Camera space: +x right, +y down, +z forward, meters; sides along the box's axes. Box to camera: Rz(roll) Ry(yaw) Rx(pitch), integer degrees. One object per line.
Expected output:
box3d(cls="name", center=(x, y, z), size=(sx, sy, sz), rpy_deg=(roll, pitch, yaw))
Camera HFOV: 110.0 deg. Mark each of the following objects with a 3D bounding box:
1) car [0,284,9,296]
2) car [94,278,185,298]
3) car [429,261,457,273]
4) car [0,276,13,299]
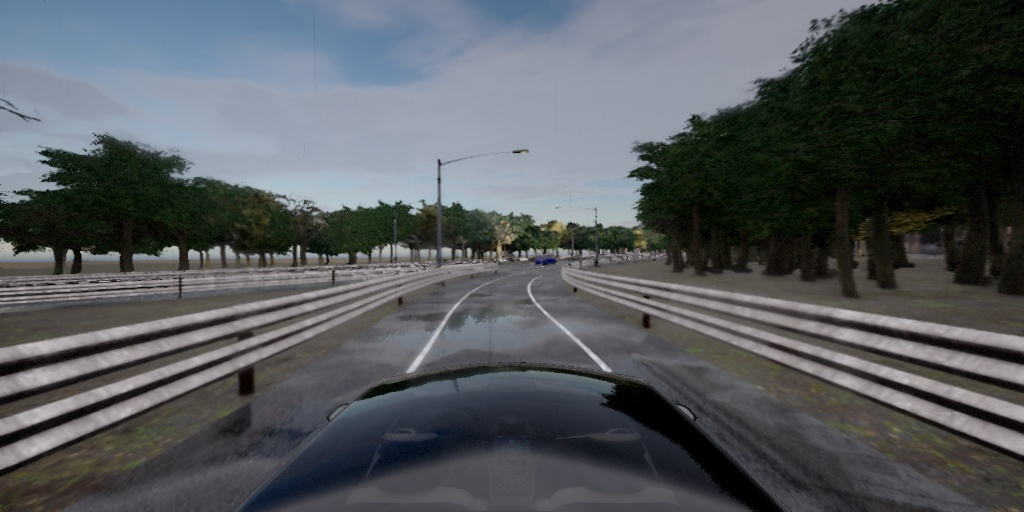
box3d(cls="car", center=(-35.073, 2.266, 21.973), size=(1.812, 1.442, 4.674), rpy_deg=(0, 1, 38))
box3d(cls="car", center=(-27.190, 2.262, 26.430), size=(1.895, 1.301, 4.718), rpy_deg=(0, 1, 38))
box3d(cls="car", center=(-9.380, 1.521, 49.412), size=(2.097, 1.767, 4.553), rpy_deg=(0, 1, 38))
box3d(cls="car", center=(-37.839, 2.281, 24.118), size=(2.128, 1.511, 4.902), rpy_deg=(0, 1, 38))
